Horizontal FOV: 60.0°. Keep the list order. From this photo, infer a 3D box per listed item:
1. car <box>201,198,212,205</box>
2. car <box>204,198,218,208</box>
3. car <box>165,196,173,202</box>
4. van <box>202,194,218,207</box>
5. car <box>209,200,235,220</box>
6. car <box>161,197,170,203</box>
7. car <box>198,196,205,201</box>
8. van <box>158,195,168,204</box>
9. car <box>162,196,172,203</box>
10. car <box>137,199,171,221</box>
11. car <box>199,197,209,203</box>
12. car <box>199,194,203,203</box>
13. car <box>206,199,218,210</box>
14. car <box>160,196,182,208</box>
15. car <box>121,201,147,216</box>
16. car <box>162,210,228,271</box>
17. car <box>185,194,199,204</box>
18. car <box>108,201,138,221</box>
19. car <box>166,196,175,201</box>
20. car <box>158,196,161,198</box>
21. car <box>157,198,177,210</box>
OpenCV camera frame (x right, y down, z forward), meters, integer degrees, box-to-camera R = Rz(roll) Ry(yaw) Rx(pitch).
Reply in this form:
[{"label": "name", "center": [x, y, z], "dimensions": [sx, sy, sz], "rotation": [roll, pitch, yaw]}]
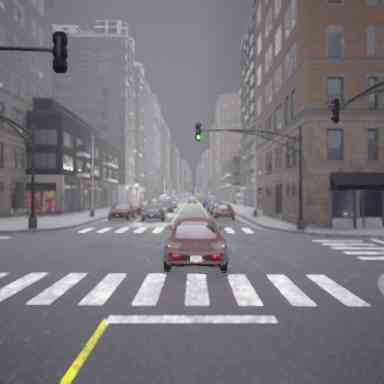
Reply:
[{"label": "car", "center": [2.677, 1.738, 62.322], "dimensions": [1.802, 1.307, 4.206], "rotation": [1, 0, 0]}, {"label": "car", "center": [2.677, 1.677, 39.630], "dimensions": [1.802, 1.307, 4.206], "rotation": [1, 0, 0]}, {"label": "car", "center": [-5.848, 1.784, 85.021], "dimensions": [1.947, 1.339, 4.313], "rotation": [1, 0, 0]}, {"label": "van", "center": [2.679, 1.451, 45.304], "dimensions": [1.690, 1.788, 3.998], "rotation": [1, 0, 0]}, {"label": "car", "center": [2.676, 1.650, 28.283], "dimensions": [1.802, 1.307, 4.206], "rotation": [1, 0, 0]}, {"label": "car", "center": [-5.848, 1.769, 73.675], "dimensions": [1.802, 1.307, 4.206], "rotation": [1, 0, 0]}, {"label": "car", "center": [2.678, 1.815, 90.690], "dimensions": [1.802, 1.307, 4.206], "rotation": [1, 0, 0]}, {"label": "van", "center": [-5.846, 1.513, 68.003], "dimensions": [1.690, 1.788, 3.998], "rotation": [1, 0, 0]}, {"label": "car", "center": [-5.847, 1.754, 79.348], "dimensions": [2.008, 1.369, 4.403], "rotation": [1, 0, 0]}, {"label": "car", "center": [-3.095, 1.572, 27.911], "dimensions": [1.837, 1.490, 4.892], "rotation": [0, 0, 0]}, {"label": "car", "center": [2.677, 1.753, 73.669], "dimensions": [1.947, 1.339, 4.313], "rotation": [1, 0, 0]}, {"label": "car", "center": [2.680, 1.440, 50.977], "dimensions": [2.192, 1.841, 5.009], "rotation": [1, 0, 0]}, {"label": "car", "center": [2.676, 1.663, 33.956], "dimensions": [1.802, 1.307, 4.206], "rotation": [1, 0, 0]}, {"label": "car", "center": [-3.033, 1.666, 48.314], "dimensions": [2.033, 1.411, 5.357], "rotation": [0, 0, 1]}, {"label": "car", "center": [-5.849, 1.626, 33.965], "dimensions": [1.887, 1.381, 4.507], "rotation": [1, 0, 0]}, {"label": "car", "center": [0.110, 1.542, 10.807], "dimensions": [1.812, 1.442, 4.674], "rotation": [1, 0, 0]}, {"label": "car", "center": [0.003, 1.718, 68.016], "dimensions": [2.033, 1.411, 5.357], "rotation": [0, 0, 0]}, {"label": "car", "center": [-5.849, 1.613, 28.292], "dimensions": [1.887, 1.381, 4.507], "rotation": [1, 0, 0]}, {"label": "car", "center": [-5.847, 1.800, 90.694], "dimensions": [1.947, 1.339, 4.313], "rotation": [1, 0, 0]}, {"label": "car", "center": [-5.849, 1.707, 50.984], "dimensions": [1.802, 1.307, 4.206], "rotation": [1, 0, 0]}, {"label": "car", "center": [-3.089, 1.655, 37.876], "dimensions": [1.994, 1.385, 4.181], "rotation": [0, 0, 0]}]
